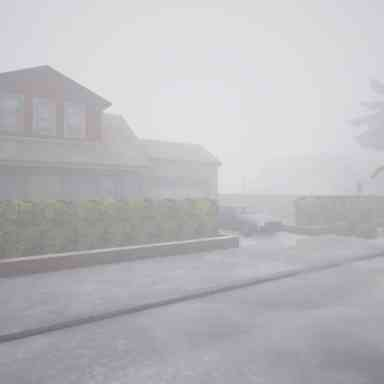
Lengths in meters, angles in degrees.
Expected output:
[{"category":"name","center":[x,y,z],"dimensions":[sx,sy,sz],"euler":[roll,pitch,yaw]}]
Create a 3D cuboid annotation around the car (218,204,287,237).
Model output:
[{"category":"car","center":[2.261,1.356,17.010],"dimensions":[2.033,1.415,5.357],"euler":[0,0,-33]}]
